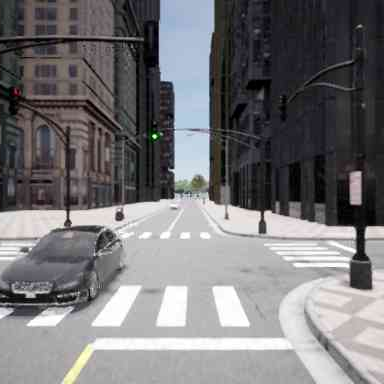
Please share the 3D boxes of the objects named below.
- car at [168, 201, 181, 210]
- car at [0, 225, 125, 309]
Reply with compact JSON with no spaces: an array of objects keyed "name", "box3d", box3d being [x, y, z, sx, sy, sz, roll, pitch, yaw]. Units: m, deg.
[{"name":"car","box3d":[-3.024,2.307,56.509,1.812,1.442,4.674,0,0,0]},{"name":"car","box3d":[-3.007,1.694,8.620,1.837,1.490,4.892,0,0,0]}]
